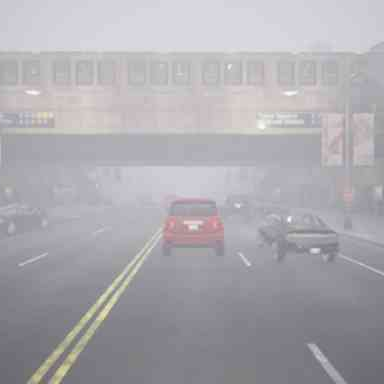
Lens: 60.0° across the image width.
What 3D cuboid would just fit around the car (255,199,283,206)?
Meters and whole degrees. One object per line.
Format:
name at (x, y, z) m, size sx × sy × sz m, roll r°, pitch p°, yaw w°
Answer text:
car at (6.718, 1.570, 30.090) m, size 1.895 × 1.301 × 4.718 m, roll 0°, pitch 0°, yaw 0°

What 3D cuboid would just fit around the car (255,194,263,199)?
car at (6.671, 1.198, 37.486) m, size 2.435 × 2.045 × 5.566 m, roll 0°, pitch 0°, yaw 0°

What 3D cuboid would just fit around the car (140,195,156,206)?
car at (-6.961, 1.308, 53.166) m, size 2.097 × 1.767 × 4.553 m, roll 0°, pitch 0°, yaw 0°

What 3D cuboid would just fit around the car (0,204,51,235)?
car at (-10.009, 1.466, 18.857) m, size 2.231 × 1.521 × 4.892 m, roll 0°, pitch 0°, yaw 10°

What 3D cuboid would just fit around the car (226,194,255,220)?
car at (3.618, 1.200, 28.338) m, size 2.150 × 2.045 × 5.566 m, roll 0°, pitch 0°, yaw 1°

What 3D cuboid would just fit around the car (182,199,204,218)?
car at (0.157, 1.452, 31.013) m, size 1.882 × 1.535 × 5.008 m, roll 0°, pitch 0°, yaw 1°

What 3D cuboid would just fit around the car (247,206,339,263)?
car at (3.552, 1.480, 11.970) m, size 2.128 × 1.511 × 4.902 m, roll 0°, pitch 0°, yaw 0°

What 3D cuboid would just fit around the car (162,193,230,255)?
car at (0.062, 1.213, 13.403) m, size 2.150 × 2.045 × 5.566 m, roll 0°, pitch 0°, yaw 0°
